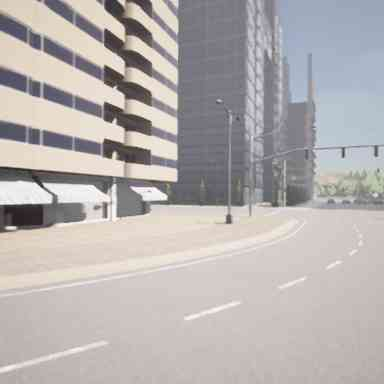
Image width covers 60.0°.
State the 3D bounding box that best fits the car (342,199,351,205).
[{"bbox_3d":[38.380,2.438,82.789,1.895,1.301,4.718,0,0,23],"label":"car"}]

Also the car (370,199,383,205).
[{"bbox_3d":[45.122,2.457,80.764,1.895,1.301,4.718,0,0,23],"label":"car"}]

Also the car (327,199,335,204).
[{"bbox_3d":[35.154,2.426,84.148,1.895,1.301,4.718,0,0,23],"label":"car"}]

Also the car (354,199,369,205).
[{"bbox_3d":[42.039,2.412,82.461,1.994,1.385,4.181,0,0,23],"label":"car"}]
